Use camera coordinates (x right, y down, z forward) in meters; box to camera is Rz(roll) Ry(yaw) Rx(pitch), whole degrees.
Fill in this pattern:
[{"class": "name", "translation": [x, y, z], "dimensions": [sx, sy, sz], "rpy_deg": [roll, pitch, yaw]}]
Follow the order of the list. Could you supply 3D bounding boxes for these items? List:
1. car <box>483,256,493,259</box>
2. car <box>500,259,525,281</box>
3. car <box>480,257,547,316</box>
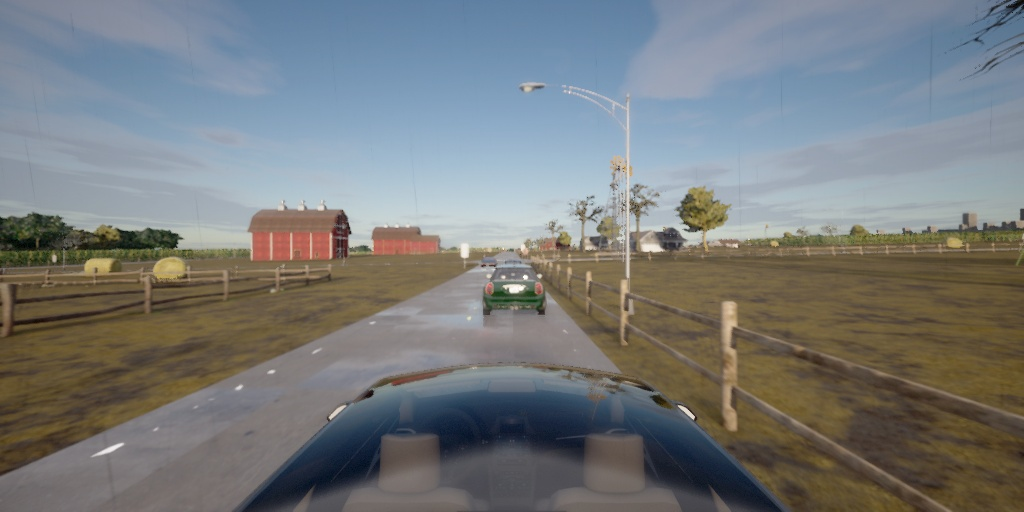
[{"class": "car", "translation": [-2.830, 0.760, 44.687], "dimensions": [2.033, 1.411, 5.357], "rpy_deg": [0, 2, 0]}, {"class": "car", "translation": [0.078, 1.055, 28.831], "dimensions": [1.837, 1.490, 4.892], "rpy_deg": [0, 1, 0]}, {"class": "car", "translation": [0.081, 1.075, 13.435], "dimensions": [2.097, 1.767, 4.553], "rpy_deg": [0, 0, 0]}]
